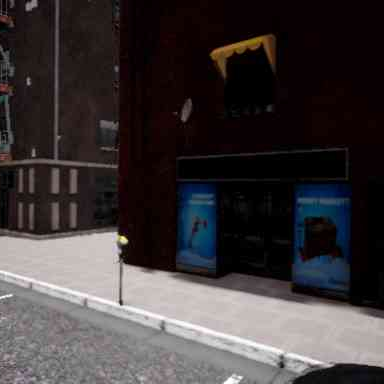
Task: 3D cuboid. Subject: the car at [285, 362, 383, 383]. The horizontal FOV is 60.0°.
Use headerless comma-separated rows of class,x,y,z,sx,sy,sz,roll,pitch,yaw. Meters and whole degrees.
car,2.215,1.567,1.280,4.313,1.339,1.947,0,1,36
